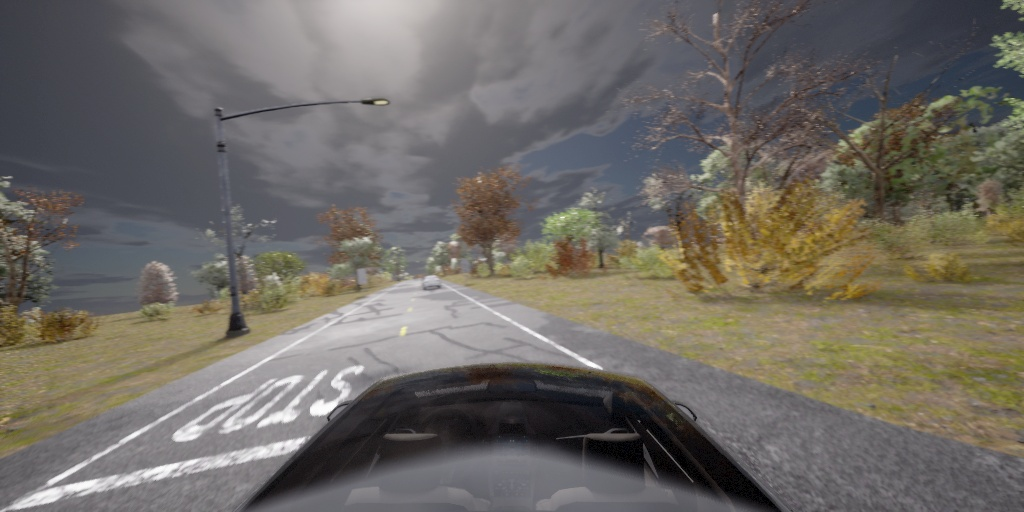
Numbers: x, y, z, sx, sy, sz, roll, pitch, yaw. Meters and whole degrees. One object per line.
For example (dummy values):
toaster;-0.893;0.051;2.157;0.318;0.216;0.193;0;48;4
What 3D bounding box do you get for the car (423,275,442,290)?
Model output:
car;-9.071;2.961;40.539;1.812;1.442;4.674;-6;-1;-14
